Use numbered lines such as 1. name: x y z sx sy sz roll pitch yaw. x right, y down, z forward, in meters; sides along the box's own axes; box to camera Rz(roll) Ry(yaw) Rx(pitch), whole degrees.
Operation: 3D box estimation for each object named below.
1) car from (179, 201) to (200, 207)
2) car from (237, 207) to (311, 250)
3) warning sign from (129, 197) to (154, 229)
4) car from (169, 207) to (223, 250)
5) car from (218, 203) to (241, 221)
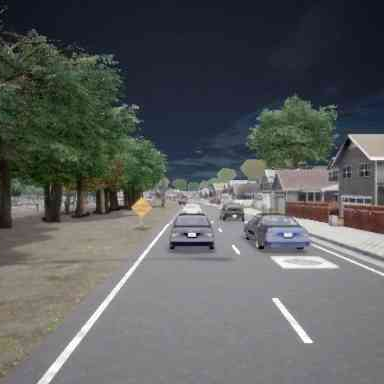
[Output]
1. car: 0.000 1.768 29.625 1.812 1.442 4.674 0 -1 0
2. car: 3.500 1.620 14.621 2.033 1.411 5.357 0 0 0
3. warning sign: -3.040 1.223 20.171 1.300 1.860 1.060 1 0 0
4. car: 0.001 1.620 14.621 2.033 1.411 5.357 0 0 0
5. car: 3.500 1.751 29.625 1.837 1.490 4.892 0 -1 0
